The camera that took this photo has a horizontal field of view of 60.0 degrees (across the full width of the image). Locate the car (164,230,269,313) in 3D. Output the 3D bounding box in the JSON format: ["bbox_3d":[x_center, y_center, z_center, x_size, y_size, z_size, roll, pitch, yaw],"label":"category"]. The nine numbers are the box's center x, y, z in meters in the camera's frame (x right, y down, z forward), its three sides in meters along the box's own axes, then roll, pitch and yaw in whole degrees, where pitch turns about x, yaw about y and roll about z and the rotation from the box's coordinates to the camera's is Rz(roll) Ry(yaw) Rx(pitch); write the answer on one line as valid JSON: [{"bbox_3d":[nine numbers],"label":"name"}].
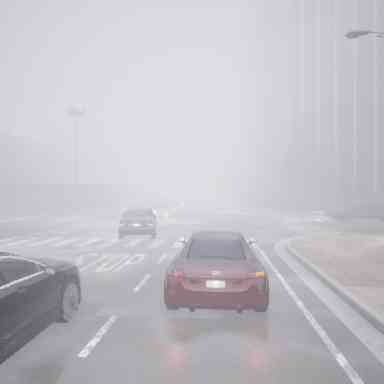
[{"bbox_3d":[0.576,1.564,7.759,1.994,1.385,4.181,0,0,5],"label":"car"}]

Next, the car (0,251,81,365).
[{"bbox_3d":[-3.065,1.491,4.299,2.128,1.511,4.902,0,0,3],"label":"car"}]

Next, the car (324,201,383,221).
[{"bbox_3d":[13.732,1.603,27.173,5.357,1.411,2.033,0,0,4],"label":"car"}]

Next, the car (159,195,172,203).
[{"bbox_3d":[-5.410,1.478,69.197,1.882,1.535,5.008,0,0,4],"label":"car"}]

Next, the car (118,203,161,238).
[{"bbox_3d":[-2.848,1.549,17.627,2.033,1.411,5.357,0,0,-7],"label":"car"}]

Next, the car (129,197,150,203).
[{"bbox_3d":[-7.345,1.526,44.745,1.812,1.442,4.674,0,0,4],"label":"car"}]

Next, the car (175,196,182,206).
[{"bbox_3d":[-3.175,1.526,53.439,1.812,1.442,4.674,0,0,4],"label":"car"}]

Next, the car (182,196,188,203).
[{"bbox_3d":[-1.994,1.492,68.166,2.128,1.511,4.902,0,0,5],"label":"car"}]

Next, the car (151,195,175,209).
[{"bbox_3d":[-3.855,1.526,44.485,1.812,1.442,4.674,0,0,4],"label":"car"}]

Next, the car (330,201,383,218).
[{"bbox_3d":[15.512,1.560,30.548,4.892,1.490,1.837,0,0,4],"label":"car"}]

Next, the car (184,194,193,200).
[{"bbox_3d":[-0.845,1.167,83.204,1.994,1.385,4.181,0,0,4],"label":"car"}]
